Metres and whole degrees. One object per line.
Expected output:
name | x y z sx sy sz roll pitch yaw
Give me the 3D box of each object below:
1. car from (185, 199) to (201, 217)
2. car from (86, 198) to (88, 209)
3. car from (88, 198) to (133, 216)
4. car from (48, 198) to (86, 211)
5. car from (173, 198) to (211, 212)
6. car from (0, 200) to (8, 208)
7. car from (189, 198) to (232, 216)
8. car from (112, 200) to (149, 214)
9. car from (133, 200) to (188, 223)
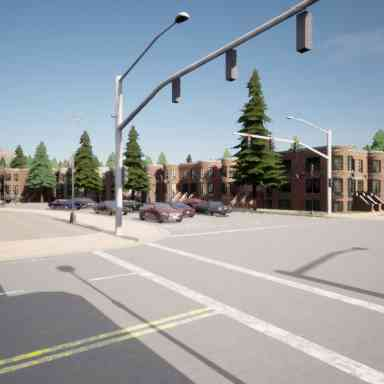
car | -1.529 1.564 30.097 1.994 1.385 4.181 0 0 -37
car | -14.341 1.492 43.951 4.902 1.511 2.128 0 0 36
car | -8.191 1.547 33.265 2.033 1.411 5.357 0 0 -38
car | -15.478 1.601 40.539 4.718 1.301 1.895 0 0 37
car | -0.039 1.477 40.108 1.882 1.535 5.008 0 0 -39
car | -28.808 1.404 47.664 4.553 1.767 2.097 0 0 16
car | 1.566 1.547 32.266 2.033 1.411 5.357 0 0 -36
car | -6.883 1.601 37.031 1.895 1.301 4.718 0 0 -41
car | -2.520 1.526 25.579 1.812 1.442 4.674 0 0 -35
